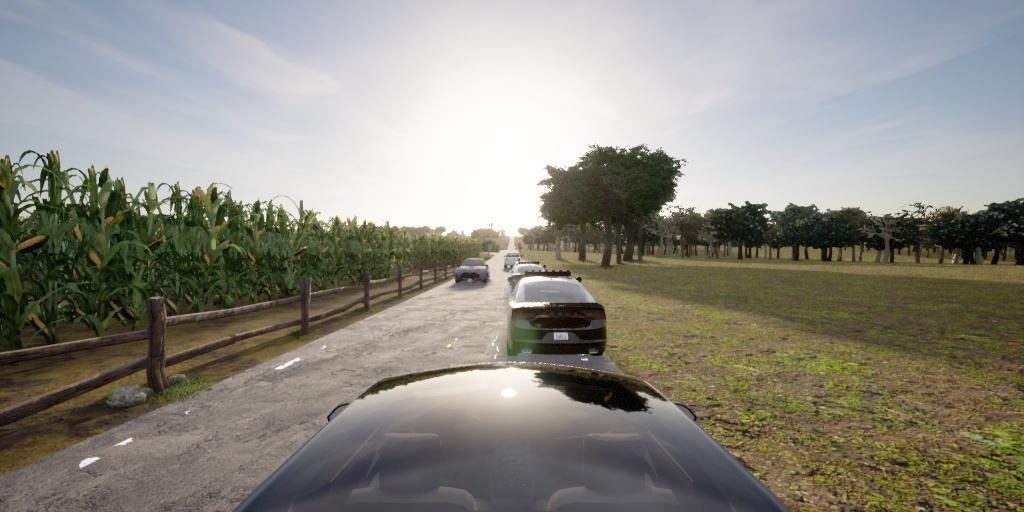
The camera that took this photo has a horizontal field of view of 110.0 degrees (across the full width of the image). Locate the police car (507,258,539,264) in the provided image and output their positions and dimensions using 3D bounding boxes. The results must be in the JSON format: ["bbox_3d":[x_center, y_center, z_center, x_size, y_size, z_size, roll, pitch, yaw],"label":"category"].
[{"bbox_3d":[0.866,1.090,18.716,1.930,1.638,5.238,0,0,0],"label":"police car"}]

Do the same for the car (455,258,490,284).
[{"bbox_3d":[-2.693,0.958,25.181,2.097,1.767,4.553,0,1,0],"label":"car"}]

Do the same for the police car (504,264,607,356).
[{"bbox_3d":[0.843,1.154,8.715,1.930,1.638,5.238,0,0,0],"label":"police car"}]

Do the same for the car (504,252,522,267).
[{"bbox_3d":[0.131,0.527,46.112,2.150,2.045,5.566,0,1,1],"label":"car"}]
